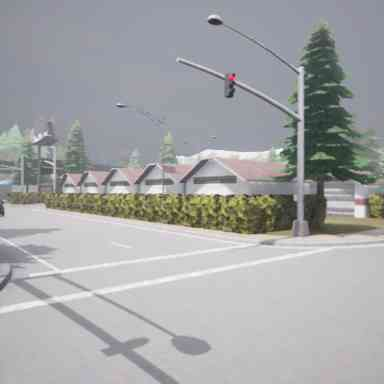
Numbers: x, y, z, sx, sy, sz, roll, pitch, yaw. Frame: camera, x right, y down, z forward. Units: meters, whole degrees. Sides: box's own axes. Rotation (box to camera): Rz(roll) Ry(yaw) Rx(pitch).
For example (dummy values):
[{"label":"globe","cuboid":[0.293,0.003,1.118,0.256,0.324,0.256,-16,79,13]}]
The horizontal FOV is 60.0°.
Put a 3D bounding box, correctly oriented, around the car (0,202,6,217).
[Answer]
[{"label":"car","cuboid":[-18.131,1.342,29.830,1.882,1.535,5.008,0,0,-39]}]
